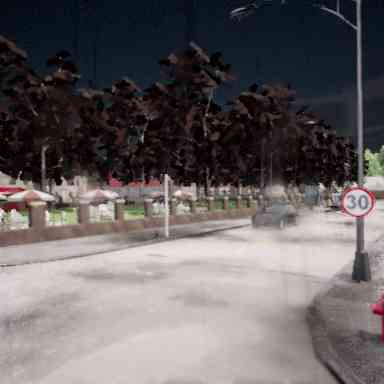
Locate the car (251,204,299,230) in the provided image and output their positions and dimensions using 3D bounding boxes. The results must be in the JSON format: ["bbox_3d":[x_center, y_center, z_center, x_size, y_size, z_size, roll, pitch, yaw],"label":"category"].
[{"bbox_3d":[5.538,1.565,21.783,1.837,1.490,4.892,-1,0,36],"label":"car"}]

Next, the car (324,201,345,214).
[{"bbox_3d":[15.769,1.662,36.046,1.895,1.301,4.718,-1,0,36],"label":"car"}]
